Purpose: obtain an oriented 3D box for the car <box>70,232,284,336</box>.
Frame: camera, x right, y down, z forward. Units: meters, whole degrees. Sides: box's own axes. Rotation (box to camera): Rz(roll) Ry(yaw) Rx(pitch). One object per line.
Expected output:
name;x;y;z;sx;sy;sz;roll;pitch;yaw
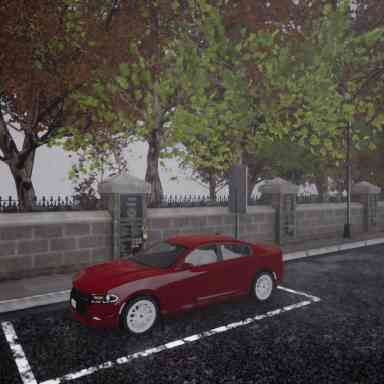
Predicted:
car;-0.077;1.545;6.663;4.507;1.381;1.887;0;0;-36
